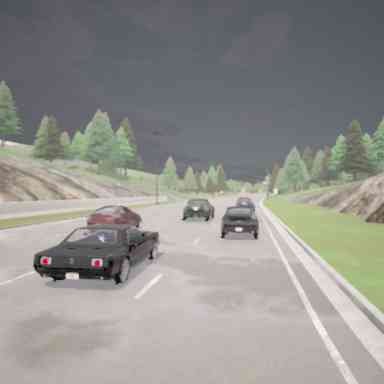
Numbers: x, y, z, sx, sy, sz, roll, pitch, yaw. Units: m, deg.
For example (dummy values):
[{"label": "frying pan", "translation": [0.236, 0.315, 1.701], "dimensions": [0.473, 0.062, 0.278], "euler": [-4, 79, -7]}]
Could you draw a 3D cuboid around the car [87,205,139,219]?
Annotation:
[{"label": "car", "translation": [-4.347, 1.471, 18.873], "dimensions": [1.812, 1.442, 4.674], "euler": [0, 0, 9]}]

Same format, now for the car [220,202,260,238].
[{"label": "car", "translation": [2.593, 1.500, 17.944], "dimensions": [1.837, 1.490, 4.892], "euler": [0, 0, 9]}]

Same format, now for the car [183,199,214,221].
[{"label": "car", "translation": [0.630, 1.320, 27.327], "dimensions": [2.097, 1.767, 4.553], "euler": [0, 0, 10]}]

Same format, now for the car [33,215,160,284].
[{"label": "car", "translation": [-2.319, 1.573, 9.560], "dimensions": [1.895, 1.301, 4.718], "euler": [0, 0, 8]}]

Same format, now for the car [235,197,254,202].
[{"label": "car", "translation": [5.873, 1.343, 37.269], "dimensions": [2.097, 1.767, 4.553], "euler": [0, 0, 10]}]
